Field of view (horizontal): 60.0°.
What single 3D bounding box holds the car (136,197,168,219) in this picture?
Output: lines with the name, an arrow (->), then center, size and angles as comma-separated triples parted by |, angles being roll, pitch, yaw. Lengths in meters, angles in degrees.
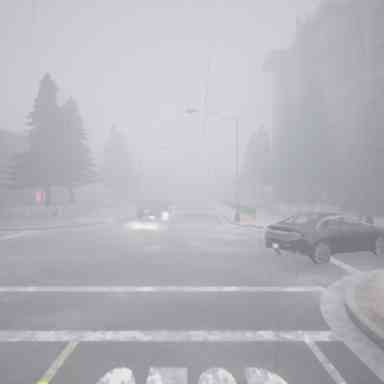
car -> -3.587, 1.424, 28.773 | 2.128, 1.511, 4.902 | 0, 0, 0

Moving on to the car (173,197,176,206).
car -> -3.513, 1.404, 51.543 | 1.812, 1.442, 4.674 | 0, 0, 0

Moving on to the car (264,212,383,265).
car -> 4.801, 1.457, 11.482 | 4.902, 1.511, 2.128 | 0, 0, -26

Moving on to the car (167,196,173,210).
car -> -3.583, 1.510, 38.719 | 1.895, 1.301, 4.718 | 0, 0, 0
